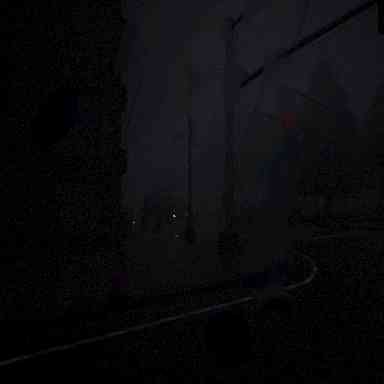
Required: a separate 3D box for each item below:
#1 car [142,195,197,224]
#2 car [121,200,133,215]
[{"bbox_3d":[-1.894,1.231,25.557,2.150,2.045,5.566,0,0,-35],"label":"car"},{"bbox_3d":[-7.690,1.488,33.914,1.882,1.535,5.008,0,0,-35],"label":"car"}]
